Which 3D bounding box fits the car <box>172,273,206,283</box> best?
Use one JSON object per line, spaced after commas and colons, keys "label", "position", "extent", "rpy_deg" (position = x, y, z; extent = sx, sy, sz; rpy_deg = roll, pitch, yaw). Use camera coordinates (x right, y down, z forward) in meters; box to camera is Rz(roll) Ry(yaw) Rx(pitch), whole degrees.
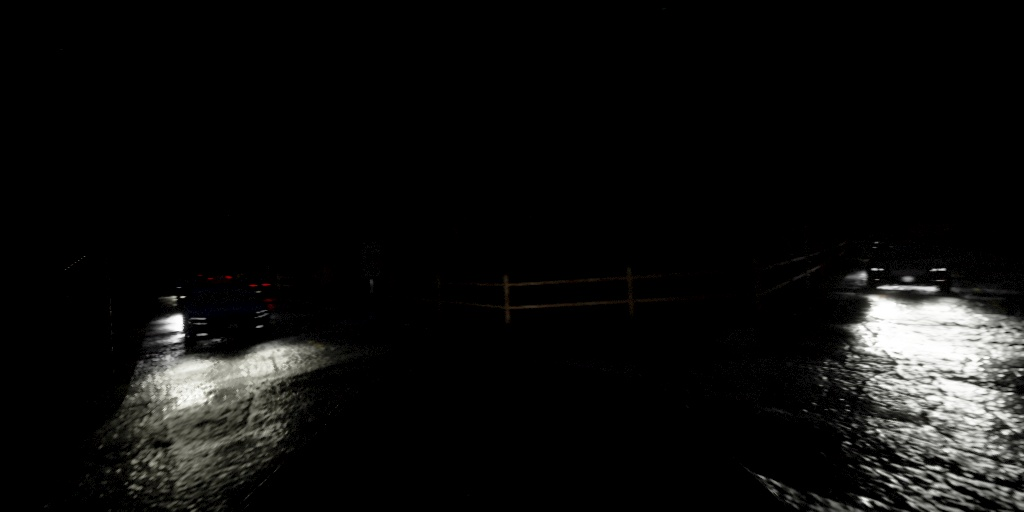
{"label": "car", "position": [-30.163, 2.696, 33.366], "extent": [1.882, 1.535, 5.008], "rpy_deg": [-2, 0, -43]}

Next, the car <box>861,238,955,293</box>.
{"label": "car", "position": [13.807, 0.308, 12.602], "extent": [4.902, 1.511, 2.128], "rpy_deg": [-4, 2, -43]}

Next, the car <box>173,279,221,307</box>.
{"label": "car", "position": [-17.459, 2.197, 20.026], "extent": [1.895, 1.301, 4.718], "rpy_deg": [-2, 0, -44]}

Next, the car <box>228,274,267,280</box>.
{"label": "car", "position": [-18.120, 2.147, 24.977], "extent": [1.837, 1.490, 4.892], "rpy_deg": [-2, 0, -44]}

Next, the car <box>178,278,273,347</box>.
{"label": "car", "position": [-9.097, 1.668, 11.290], "extent": [1.882, 1.535, 5.008], "rpy_deg": [-2, 0, -43]}

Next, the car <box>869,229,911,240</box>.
{"label": "car", "position": [32.153, -1.267, 30.544], "extent": [2.150, 2.045, 5.566], "rpy_deg": [-2, 2, 45]}

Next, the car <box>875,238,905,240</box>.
{"label": "car", "position": [21.712, -0.141, 20.148], "extent": [4.718, 1.301, 1.895], "rpy_deg": [-4, 2, -44]}

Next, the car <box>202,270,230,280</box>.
{"label": "car", "position": [-34.114, 2.650, 41.642], "extent": [2.150, 2.045, 5.566], "rpy_deg": [-2, 0, -44]}

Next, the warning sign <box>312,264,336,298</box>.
{"label": "warning sign", "position": [-10.864, 1.417, 20.827], "extent": [1.300, 1.860, 1.060], "rpy_deg": [0, 0, -44]}
